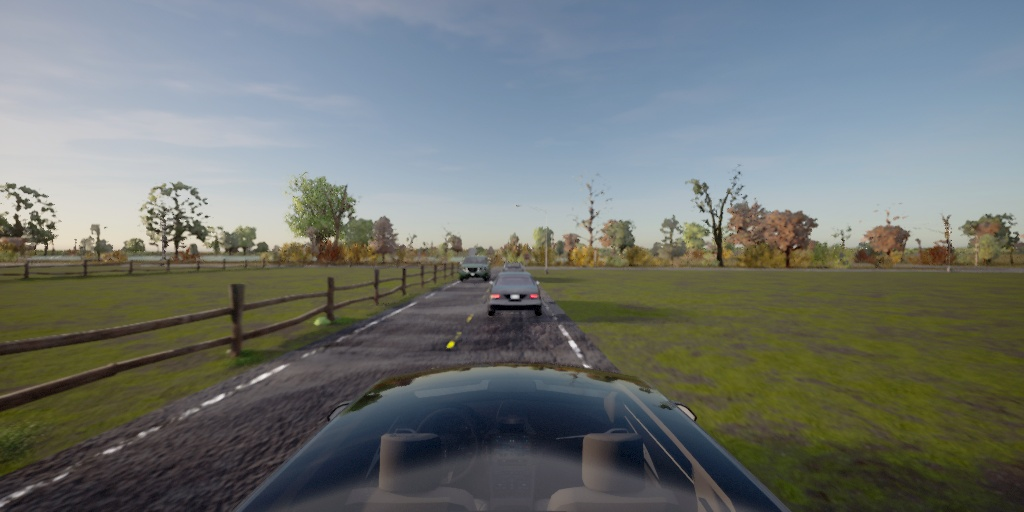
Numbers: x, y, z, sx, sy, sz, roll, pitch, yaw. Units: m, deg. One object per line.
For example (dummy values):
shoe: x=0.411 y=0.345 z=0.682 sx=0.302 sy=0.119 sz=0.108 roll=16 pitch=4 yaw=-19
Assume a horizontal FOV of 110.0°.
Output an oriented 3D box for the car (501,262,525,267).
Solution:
car: x=0.099 y=1.245 z=31.318 sx=2.128 sy=1.511 sz=4.902 roll=0 pitch=0 yaw=0

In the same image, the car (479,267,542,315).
car: x=0.097 y=1.304 z=13.549 sx=2.033 sy=1.411 sz=5.357 roll=0 pitch=0 yaw=0

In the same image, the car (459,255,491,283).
car: x=-2.846 y=0.976 z=28.699 sx=2.150 sy=2.045 sz=5.566 roll=0 pitch=0 yaw=0
